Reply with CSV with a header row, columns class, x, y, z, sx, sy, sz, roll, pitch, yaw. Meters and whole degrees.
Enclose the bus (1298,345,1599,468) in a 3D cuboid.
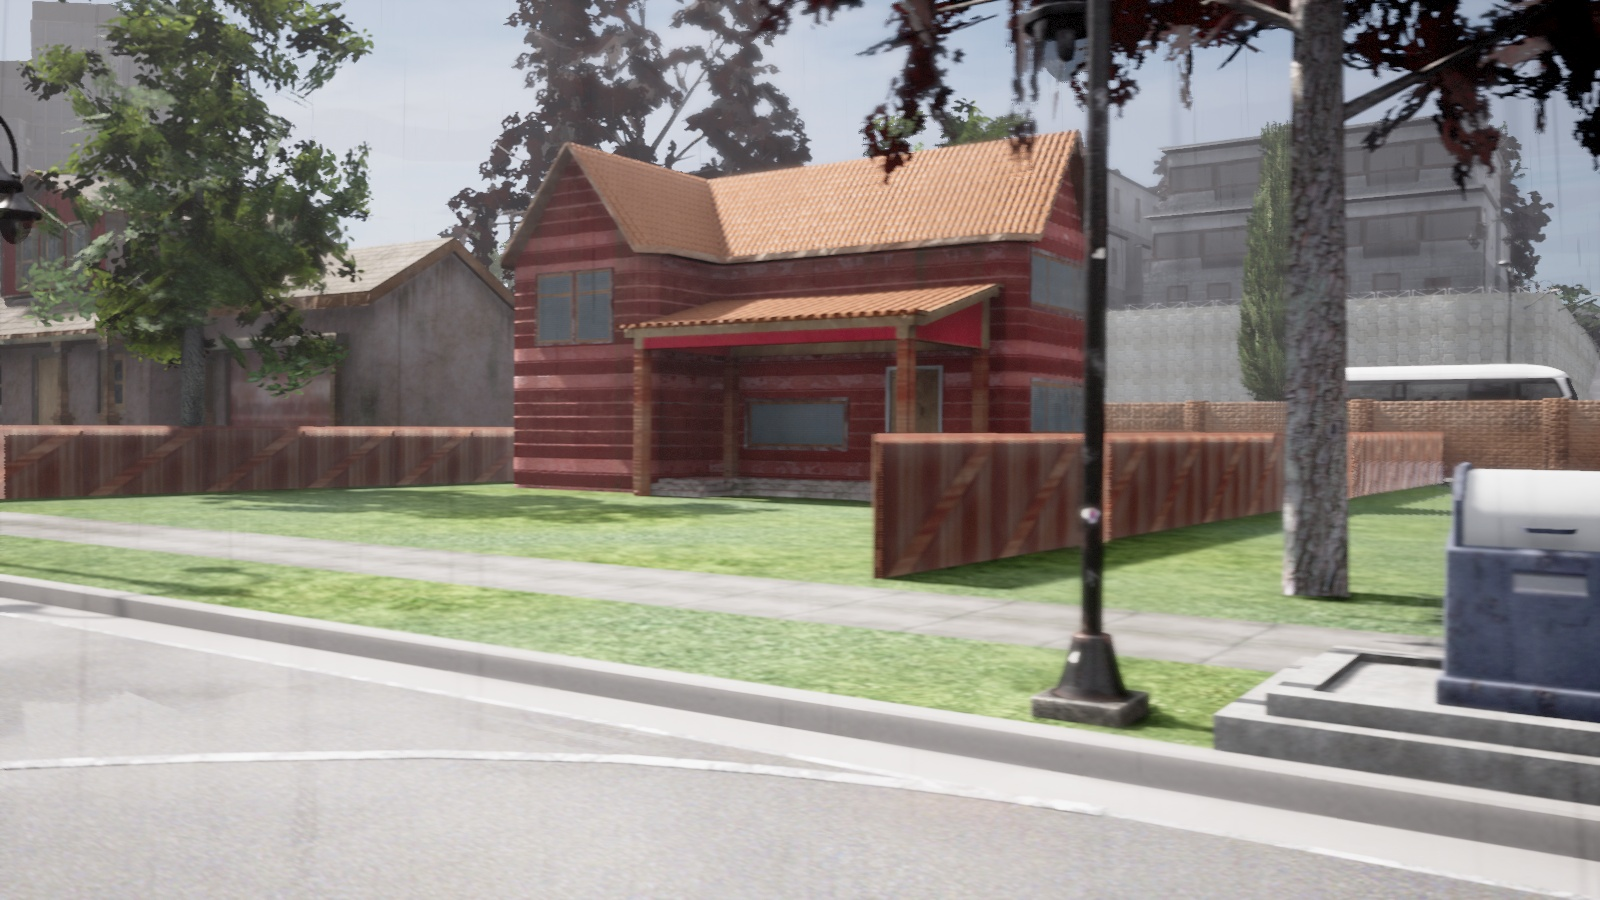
class,x,y,z,sx,sy,sz,roll,pitch,yaw
bus,24.725,-1.520,47.641,10.273,4.253,3.944,0,1,33
